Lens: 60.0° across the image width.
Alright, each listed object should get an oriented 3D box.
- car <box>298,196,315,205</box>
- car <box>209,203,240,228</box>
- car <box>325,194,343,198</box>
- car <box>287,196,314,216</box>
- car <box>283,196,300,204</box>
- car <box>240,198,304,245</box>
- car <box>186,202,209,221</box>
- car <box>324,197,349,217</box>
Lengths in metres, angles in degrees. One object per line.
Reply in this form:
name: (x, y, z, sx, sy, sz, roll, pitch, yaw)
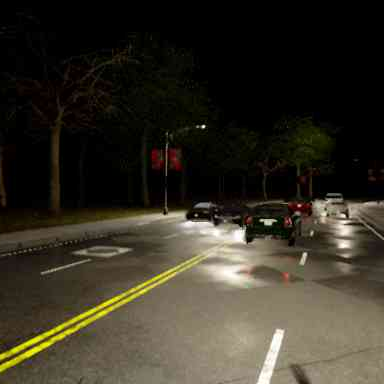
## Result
car: (20.938, 1.472, 60.689, 1.812, 1.442, 4.674, 0, 0, 32)
car: (2.896, 1.498, 22.405, 1.812, 1.442, 4.674, 0, 0, 22)
car: (17.228, 1.201, 40.063, 2.150, 2.045, 5.566, 0, 0, 26)
car: (10.806, 1.335, 32.869, 2.097, 1.767, 4.553, 0, 0, 23)
car: (19.081, 1.472, 63.836, 1.812, 1.442, 4.674, 0, 0, 33)
car: (3.971, 1.335, 15.821, 2.097, 1.767, 4.553, 0, 0, 22)
car: (1.052, 1.528, 26.525, 1.994, 1.385, 4.181, 0, 0, 22)
car: (13.418, 1.513, 30.744, 1.812, 1.442, 4.674, 0, 0, 22)
